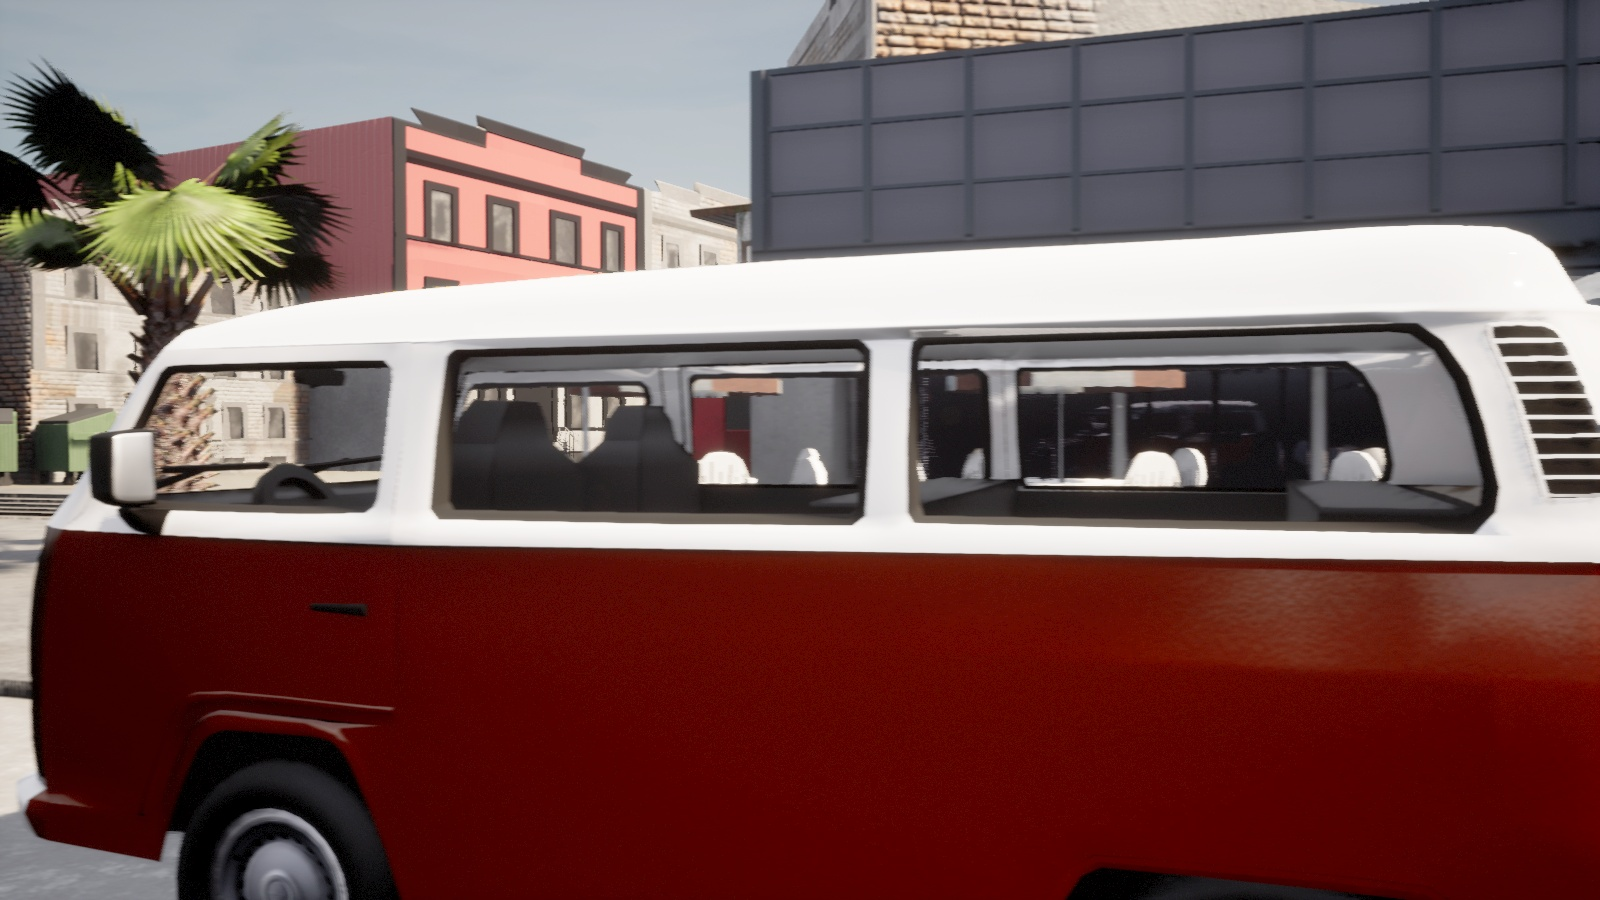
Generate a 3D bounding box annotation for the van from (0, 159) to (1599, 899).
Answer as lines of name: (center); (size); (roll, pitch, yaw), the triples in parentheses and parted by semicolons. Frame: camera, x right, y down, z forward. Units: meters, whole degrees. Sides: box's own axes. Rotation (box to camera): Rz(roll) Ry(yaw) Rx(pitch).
van: (-0.164, 0.489, 3.771); (4.480, 2.038, 2.069); (1, 1, 19)
